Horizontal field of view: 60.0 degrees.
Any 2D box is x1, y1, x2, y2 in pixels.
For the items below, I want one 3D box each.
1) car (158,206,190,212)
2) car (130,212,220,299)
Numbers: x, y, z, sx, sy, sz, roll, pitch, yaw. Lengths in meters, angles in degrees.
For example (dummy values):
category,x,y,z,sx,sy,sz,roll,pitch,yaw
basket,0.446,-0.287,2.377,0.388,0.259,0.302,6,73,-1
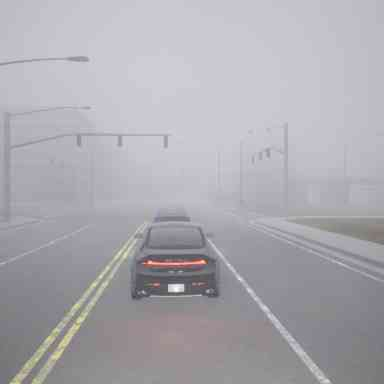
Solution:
category,x,y,z,sx,sy,sz,roll,pitch,yaw
car,-1.086,1.478,17.956,1.882,1.535,5.008,0,0,-4
car,-0.445,1.505,8.484,1.837,1.490,4.892,0,0,-4
